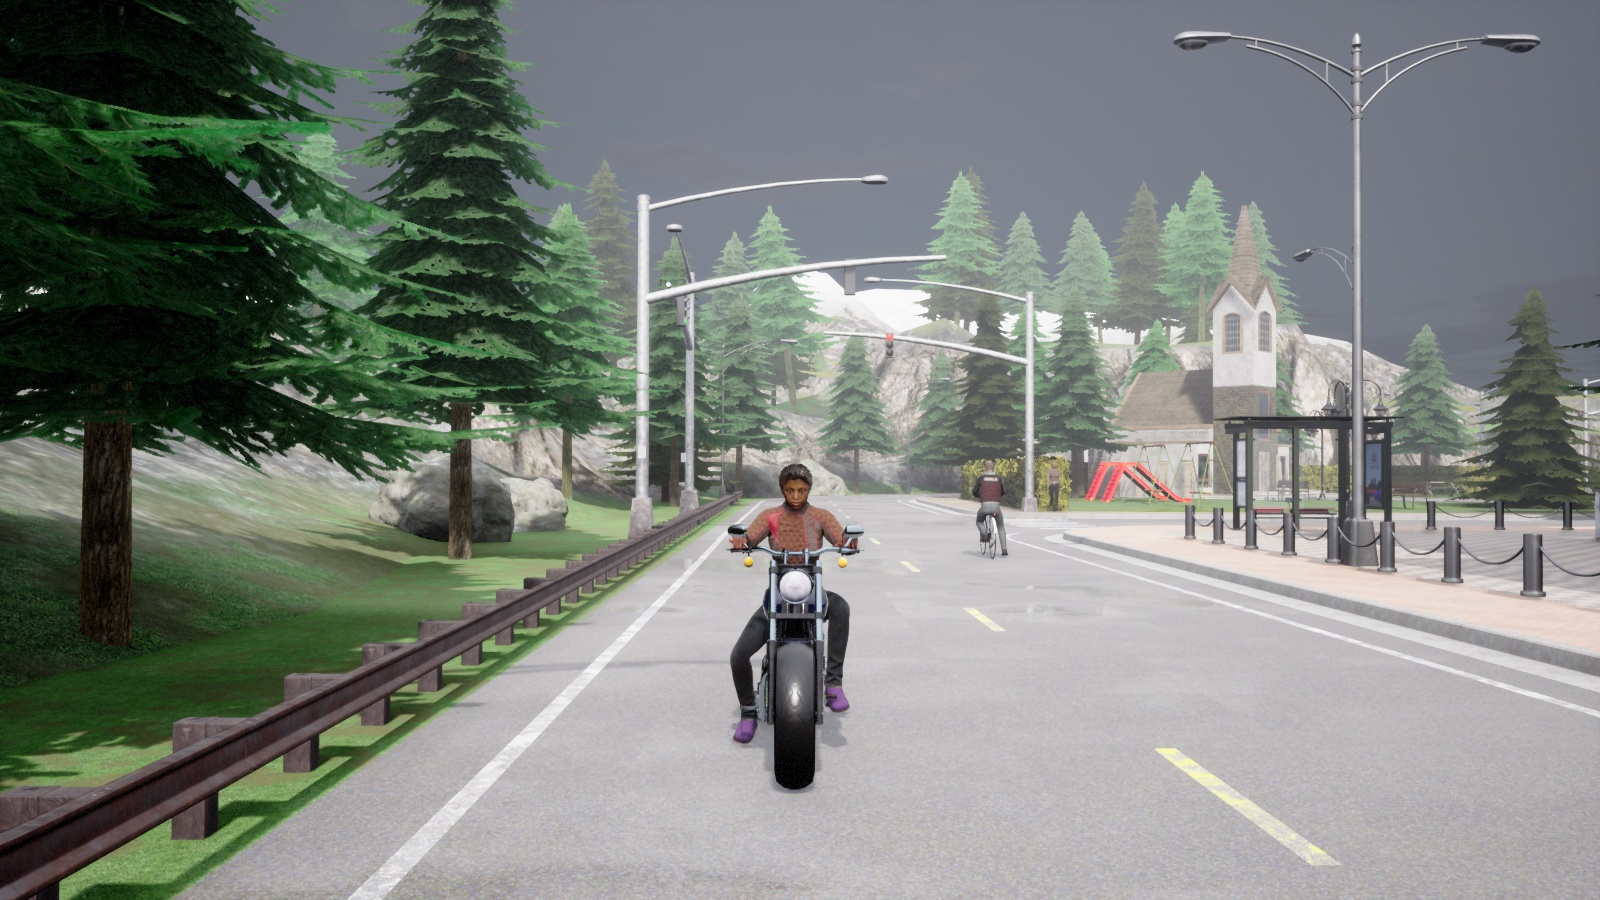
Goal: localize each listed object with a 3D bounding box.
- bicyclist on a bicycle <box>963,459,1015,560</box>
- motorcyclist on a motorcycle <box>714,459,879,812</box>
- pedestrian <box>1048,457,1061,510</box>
[{"bbox_3d":[3.438,1.056,22.945,0.659,1.776,1.843,0,-1,0],"label":"bicyclist on a bicycle"},{"bbox_3d":[-0.019,0.883,7.064,0.766,1.649,2.350,0,-1,0],"label":"motorcyclist on a motorcycle"},{"bbox_3d":[8.951,1.159,44.114,0.331,1.846,0.634,0,-1,1],"label":"pedestrian"}]
